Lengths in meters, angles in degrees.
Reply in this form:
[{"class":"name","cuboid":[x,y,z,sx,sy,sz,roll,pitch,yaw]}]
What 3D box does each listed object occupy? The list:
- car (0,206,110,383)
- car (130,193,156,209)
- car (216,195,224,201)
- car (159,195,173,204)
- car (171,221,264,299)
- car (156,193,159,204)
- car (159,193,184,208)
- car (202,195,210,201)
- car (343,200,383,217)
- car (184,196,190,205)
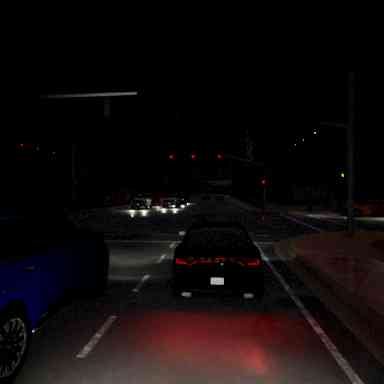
[{"class":"car","cuboid":[-3.081,1.221,5.436,2.150,2.045,5.566,0,0,3]},{"class":"car","cuboid":[-6.767,1.221,45.265,2.150,2.045,5.566,0,0,3]},{"class":"car","cuboid":[7.078,1.553,84.746,1.994,1.385,4.181,0,0,5]},{"class":"car","cuboid":[-5.036,1.478,65.621,1.882,1.535,5.008,0,0,5]},{"class":"car","cuboid":[0.636,1.478,8.549,1.882,1.535,5.008,0,0,4]},{"class":"car","cuboid":[-5.900,1.221,55.576,2.150,2.045,5.566,0,0,5]},{"class":"car","cuboid":[-2.940,1.221,48.879,2.150,2.045,5.566,0,0,4]},{"class":"car","cuboid":[3.561,1.524,84.681,1.812,1.442,4.674,0,0,5]},{"class":"car","cuboid":[16.717,1.478,30.924,5.008,1.535,1.882,0,0,5]},{"class":"car","cuboid":[-2.139,1.352,58.536,2.097,1.767,4.553,0,0,5]}]
